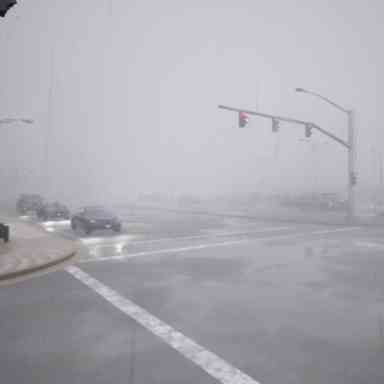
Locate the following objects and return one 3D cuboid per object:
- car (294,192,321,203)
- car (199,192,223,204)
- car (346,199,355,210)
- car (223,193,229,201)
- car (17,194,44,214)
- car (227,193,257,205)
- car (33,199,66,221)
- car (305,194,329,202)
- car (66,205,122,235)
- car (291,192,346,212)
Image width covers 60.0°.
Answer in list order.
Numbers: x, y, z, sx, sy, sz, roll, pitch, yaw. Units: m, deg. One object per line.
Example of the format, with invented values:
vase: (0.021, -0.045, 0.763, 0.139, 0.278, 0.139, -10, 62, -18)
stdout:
car: (21.645, 1.014, 62.361, 1.932, 1.855, 4.605, 0, 0, -35)
car: (3.912, 1.291, 68.257, 1.970, 1.475, 3.806, 0, 0, -35)
car: (15.683, 1.067, 36.729, 1.905, 1.878, 3.866, 0, 0, -35)
car: (6.282, 1.251, 69.919, 1.784, 1.438, 3.905, 0, 0, -35)
car: (-17.398, 1.214, 35.829, 2.150, 2.045, 5.566, 0, 0, -34)
car: (7.865, 1.303, 52.581, 1.970, 1.475, 3.806, 0, 0, -35)
car: (-11.415, 1.554, 27.352, 1.994, 1.385, 4.181, 0, 0, -35)
car: (24.053, 1.216, 63.972, 1.784, 1.438, 3.905, 0, 0, -35)
car: (-5.645, 1.513, 19.227, 1.812, 1.442, 4.674, 0, 0, -34)
car: (13.283, 1.072, 35.111, 1.932, 1.855, 4.605, 0, 0, -35)
